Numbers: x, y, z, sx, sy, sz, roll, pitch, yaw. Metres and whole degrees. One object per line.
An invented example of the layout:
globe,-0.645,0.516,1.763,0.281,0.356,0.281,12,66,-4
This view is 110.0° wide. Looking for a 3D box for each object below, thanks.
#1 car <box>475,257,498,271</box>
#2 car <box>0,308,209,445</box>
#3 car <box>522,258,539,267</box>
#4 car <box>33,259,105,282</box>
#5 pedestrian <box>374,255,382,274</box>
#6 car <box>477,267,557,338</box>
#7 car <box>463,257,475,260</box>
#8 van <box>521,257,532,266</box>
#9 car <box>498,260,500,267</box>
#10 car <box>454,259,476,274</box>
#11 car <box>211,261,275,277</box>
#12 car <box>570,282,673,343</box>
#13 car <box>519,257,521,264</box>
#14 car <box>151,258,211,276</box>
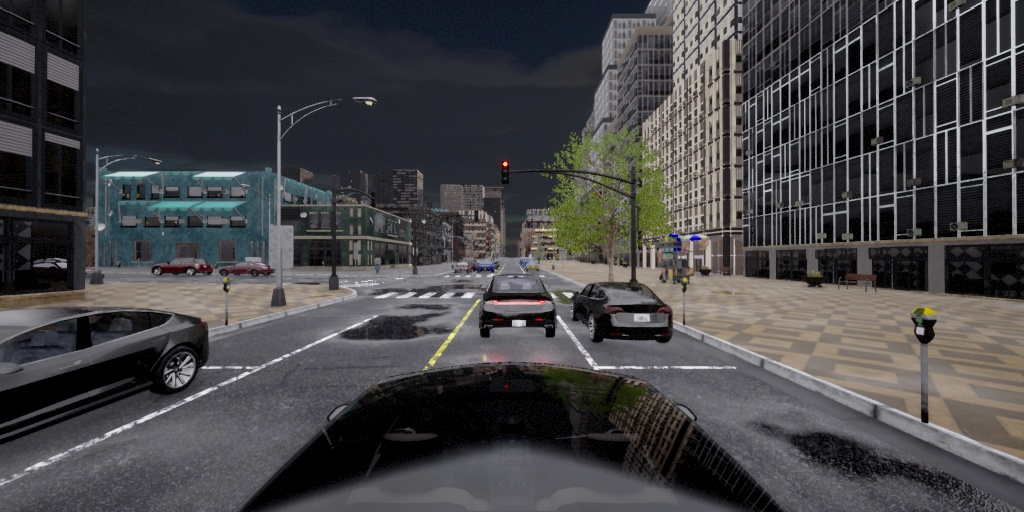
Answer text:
car,-3.103,1.230,43.661,1.882,1.535,5.008,0,0,0
car,-5.689,1.316,3.972,1.948,1.339,4.313,0,0,0
car,2.688,1.278,47.711,1.751,1.417,4.829,0,0,0
car,-28.251,0.980,22.442,4.207,1.307,1.802,0,0,-1
pedestrian,-12.751,0.789,33.992,0.375,1.860,0.375,0,-1,-1
car,0.110,1.242,10.182,2.128,1.511,4.902,0,0,-1
car,-5.692,1.068,47.538,2.192,1.841,5.009,0,0,0
van,2.688,1.094,53.093,1.690,1.789,3.998,0,0,0
car,-3.082,1.318,53.512,1.994,1.385,4.181,0,0,1
car,-5.692,1.334,41.987,1.802,1.307,4.207,0,0,0
car,-22.823,1.090,30.900,4.207,1.307,1.802,0,0,-1
car,2.691,1.316,9.512,1.948,1.339,4.313,0,0,0
car,2.687,1.305,64.194,2.007,1.370,4.403,0,0,0
car,-28.370,0.879,30.822,4.097,1.591,1.967,0,0,-1
